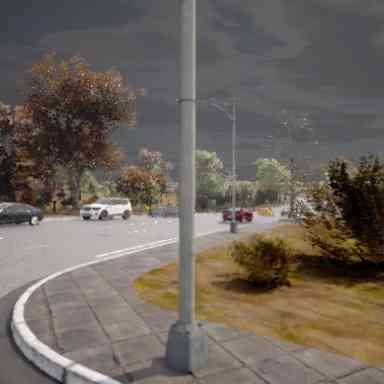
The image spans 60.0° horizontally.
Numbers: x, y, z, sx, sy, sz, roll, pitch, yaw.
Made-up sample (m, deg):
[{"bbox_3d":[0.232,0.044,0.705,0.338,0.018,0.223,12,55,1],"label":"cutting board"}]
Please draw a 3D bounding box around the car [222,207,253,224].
[{"bbox_3d":[4.424,2.144,31.692,1.882,1.535,5.008,0,-3,25],"label":"car"}]

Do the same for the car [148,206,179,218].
[{"bbox_3d":[-3.262,2.374,40.422,2.033,1.411,5.357,0,-3,25],"label":"car"}]

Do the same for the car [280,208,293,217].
[{"bbox_3d":[16.428,3.567,57.145,1.812,1.442,4.674,0,-3,26],"label":"car"}]

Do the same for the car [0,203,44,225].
[{"bbox_3d":[-12.088,1.497,21.742,1.837,1.490,4.892,0,-1,25],"label":"car"}]

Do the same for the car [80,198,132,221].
[{"bbox_3d":[-7.807,1.542,30.824,2.150,2.045,5.566,0,-2,25],"label":"car"}]

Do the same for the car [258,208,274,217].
[{"bbox_3d":[12.848,3.449,57.758,1.882,1.535,5.008,0,-3,25],"label":"car"}]
